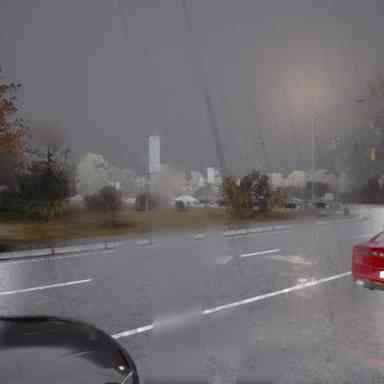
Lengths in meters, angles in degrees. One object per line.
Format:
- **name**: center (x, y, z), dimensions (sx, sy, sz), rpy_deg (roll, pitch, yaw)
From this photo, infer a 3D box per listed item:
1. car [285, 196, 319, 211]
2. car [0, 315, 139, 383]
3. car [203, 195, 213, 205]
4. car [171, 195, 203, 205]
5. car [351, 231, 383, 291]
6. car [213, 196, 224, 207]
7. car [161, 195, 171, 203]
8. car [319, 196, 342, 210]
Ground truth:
- **car**: center (11.099, 1.272, 37.168), dimensions (2.128, 1.511, 4.902), rpy_deg (-1, 0, -39)
- **car**: center (-2.647, 1.492, 1.839), dimensions (4.902, 1.511, 2.128), rpy_deg (0, 0, -36)
- **car**: center (2.665, 1.250, 53.307), dimensions (2.128, 1.511, 4.902), rpy_deg (-1, 0, -39)
- **car**: center (-0.845, 1.316, 52.088), dimensions (1.812, 1.442, 4.674), rpy_deg (-1, 0, -38)
- **car**: center (5.776, 1.444, 7.856), dimensions (5.008, 1.535, 1.882), rpy_deg (0, 0, -35)
- **car**: center (5.399, 1.137, 44.285), dimensions (2.097, 1.767, 4.553), rpy_deg (-1, 0, -39)
- **car**: center (-4.359, 1.255, 62.153), dimensions (2.128, 1.511, 4.902), rpy_deg (-1, 0, -38)
- **car**: center (14.713, 1.240, 38.268), dimensions (2.128, 1.511, 4.902), rpy_deg (-1, 0, -39)
